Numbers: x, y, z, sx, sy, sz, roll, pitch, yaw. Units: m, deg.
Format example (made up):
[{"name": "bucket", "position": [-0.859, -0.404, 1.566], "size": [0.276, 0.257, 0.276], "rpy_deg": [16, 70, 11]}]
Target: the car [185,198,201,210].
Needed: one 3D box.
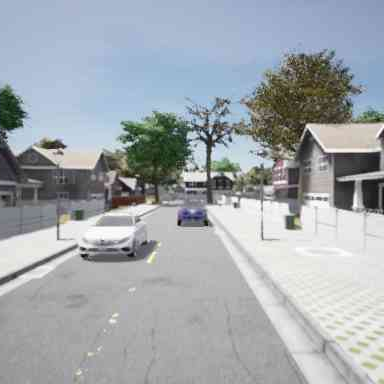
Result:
[{"name": "car", "position": [0.092, 1.541, 43.292], "size": [1.994, 1.385, 4.181], "rpy_deg": [0, 0, 0]}]

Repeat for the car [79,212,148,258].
[{"name": "car", "position": [-2.817, 1.518, 12.839], "size": [1.812, 1.442, 4.674], "rpy_deg": [0, 0, 0]}]

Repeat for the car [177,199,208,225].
[{"name": "car", "position": [0.061, 1.338, 24.218], "size": [2.097, 1.767, 4.553], "rpy_deg": [0, 0, 0]}]
